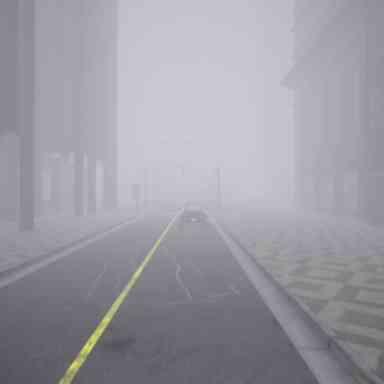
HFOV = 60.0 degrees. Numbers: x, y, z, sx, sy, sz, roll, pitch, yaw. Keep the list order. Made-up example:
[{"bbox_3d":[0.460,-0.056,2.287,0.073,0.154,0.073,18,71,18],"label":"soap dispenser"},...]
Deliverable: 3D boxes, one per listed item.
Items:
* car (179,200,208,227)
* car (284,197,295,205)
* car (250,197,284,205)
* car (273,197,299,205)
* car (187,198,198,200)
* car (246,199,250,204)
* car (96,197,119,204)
[{"bbox_3d":[0.093,1.535,22.809,1.812,1.442,4.674,0,0,0],"label":"car"},{"bbox_3d":[17.986,1.598,55.061,4.313,1.339,1.947,0,-1,0],"label":"car"},{"bbox_3d":[12.316,1.563,55.041,4.403,1.369,2.008,0,-1,0],"label":"car"},{"bbox_3d":[17.985,1.715,63.585,4.403,1.369,2.008,0,-1,0],"label":"car"},{"bbox_3d":[0.088,1.497,39.526,1.882,1.535,5.008,0,0,0],"label":"car"},{"bbox_3d":[12.315,1.584,63.567,4.097,1.590,1.967,0,-1,0],"label":"car"},{"bbox_3d":[-14.604,1.459,54.945,4.829,1.417,1.752,0,-1,0],"label":"car"}]
